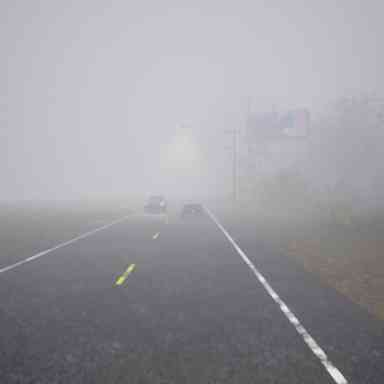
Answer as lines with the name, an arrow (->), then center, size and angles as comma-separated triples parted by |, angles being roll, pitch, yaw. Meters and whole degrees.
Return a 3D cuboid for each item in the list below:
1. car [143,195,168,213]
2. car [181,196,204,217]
car -> -3.559, 1.104, 33.421 | 2.097, 1.767, 4.553 | 0, 0, 1
car -> 0.062, 1.313, 28.620 | 1.812, 1.442, 4.674 | 0, 1, 0
